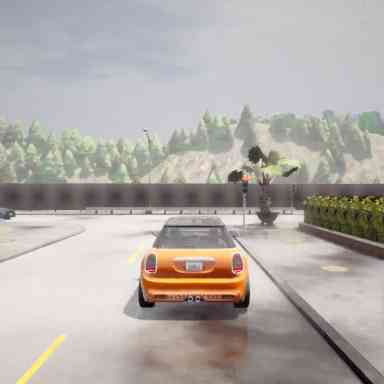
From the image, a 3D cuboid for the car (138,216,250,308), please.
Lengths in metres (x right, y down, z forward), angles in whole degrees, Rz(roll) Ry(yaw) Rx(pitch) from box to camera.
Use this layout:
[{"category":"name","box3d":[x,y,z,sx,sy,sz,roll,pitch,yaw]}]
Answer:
[{"category":"car","box3d":[0.056,1.352,8.091,2.097,1.767,4.553,0,0,0]}]

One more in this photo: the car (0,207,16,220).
[{"category":"car","box3d":[-16.255,1.564,26.248,4.181,1.385,1.994,0,0,0]}]
